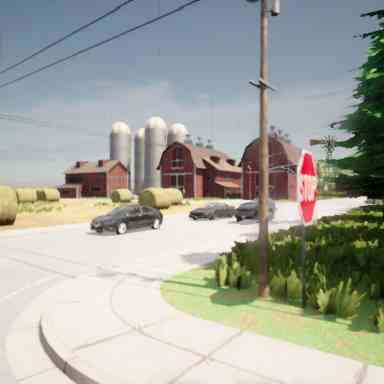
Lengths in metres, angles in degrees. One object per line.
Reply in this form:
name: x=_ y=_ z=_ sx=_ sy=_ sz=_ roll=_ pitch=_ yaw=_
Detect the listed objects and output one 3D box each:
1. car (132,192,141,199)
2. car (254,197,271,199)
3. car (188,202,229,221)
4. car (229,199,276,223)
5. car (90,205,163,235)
car: x=-14.504 y=1.083 z=87.128 sx=3.866 sy=1.878 sz=1.905 roll=-2 pitch=6 yaw=-10
car: x=7.502 y=1.370 z=36.390 sx=2.097 sy=1.767 sz=4.553 roll=0 pitch=0 yaw=34
car: x=1.790 y=1.566 z=27.617 sx=2.033 sy=1.411 sz=5.357 roll=0 pitch=0 yaw=33
car: x=5.012 y=1.527 z=25.816 sx=1.837 sy=1.490 sz=4.892 roll=0 pitch=0 yaw=33
car: x=-3.621 y=1.524 z=19.243 sx=1.837 sy=1.490 sz=4.892 roll=0 pitch=0 yaw=33
